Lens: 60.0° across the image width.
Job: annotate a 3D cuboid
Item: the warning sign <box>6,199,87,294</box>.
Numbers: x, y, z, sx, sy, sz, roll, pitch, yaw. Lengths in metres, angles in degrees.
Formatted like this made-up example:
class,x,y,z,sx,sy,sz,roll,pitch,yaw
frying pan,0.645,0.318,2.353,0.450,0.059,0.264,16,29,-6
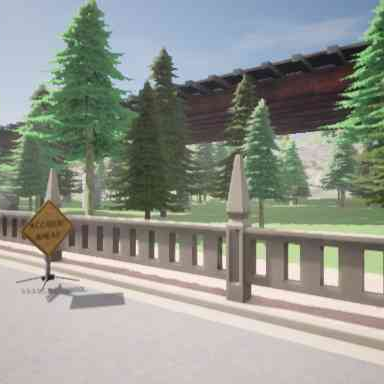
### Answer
class,x,y,z,sx,sy,sz,roll,pitch,yaw
warning sign,-3.232,1.099,7.464,1.060,1.860,1.300,0,0,36
